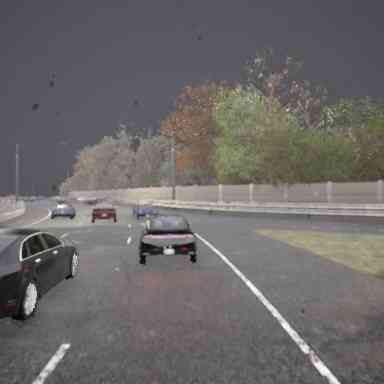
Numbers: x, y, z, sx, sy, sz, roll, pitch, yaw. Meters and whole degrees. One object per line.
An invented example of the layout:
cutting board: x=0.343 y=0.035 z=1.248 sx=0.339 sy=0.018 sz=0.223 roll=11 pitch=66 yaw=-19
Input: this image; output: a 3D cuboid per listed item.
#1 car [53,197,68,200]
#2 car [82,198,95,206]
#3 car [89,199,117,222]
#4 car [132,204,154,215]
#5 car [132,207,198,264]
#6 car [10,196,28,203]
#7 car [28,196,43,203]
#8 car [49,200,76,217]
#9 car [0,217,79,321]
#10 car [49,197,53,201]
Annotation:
car: x=-29.756 y=2.026 z=76.409 sx=1.895 sy=1.301 sz=4.718 roll=0 pitch=0 yaw=-37
car: x=-18.980 y=1.804 z=61.856 sx=1.882 sy=1.535 sz=5.008 roll=0 pitch=-1 yaw=-33
car: x=-7.354 y=1.620 z=27.898 sx=1.882 sy=1.535 sz=5.008 roll=0 pitch=0 yaw=-15
car: x=-4.377 y=1.740 z=30.407 sx=1.895 sy=1.301 sz=4.718 roll=0 pitch=0 yaw=-16
car: x=-0.918 y=1.545 z=12.186 sx=2.128 sy=1.511 sz=4.902 roll=0 pitch=0 yaw=-6
car: x=-40.524 y=1.650 z=76.956 sx=4.553 sy=1.767 sz=2.097 roll=0 pitch=0 yaw=41
car: x=-38.133 y=1.818 z=79.511 sx=4.674 sy=1.442 sz=1.812 roll=0 pitch=0 yaw=41
car: x=-11.976 y=1.739 z=31.176 sx=1.994 sy=1.385 sz=4.181 roll=0 pitch=0 yaw=-17
car: x=-3.903 y=1.551 z=7.279 sx=1.837 sy=1.490 sz=4.892 roll=0 pitch=0 yaw=-4
car: x=-33.826 y=1.880 z=81.940 sx=1.895 sy=1.301 sz=4.718 roll=0 pitch=0 yaw=-34
